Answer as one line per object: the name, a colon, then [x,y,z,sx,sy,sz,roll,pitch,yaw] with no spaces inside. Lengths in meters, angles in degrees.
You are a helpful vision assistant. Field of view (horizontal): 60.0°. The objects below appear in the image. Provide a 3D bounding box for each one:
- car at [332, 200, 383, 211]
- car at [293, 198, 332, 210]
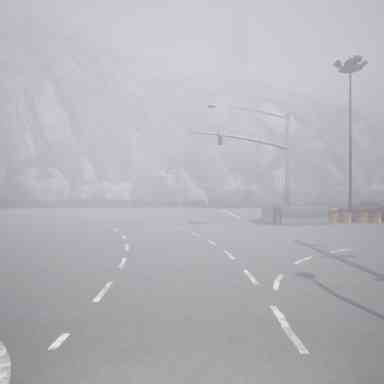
car: [15.590,1.501,30.541,4.181,1.385,1.994,0,0,-3]
car: [15.299,1.462,41.041,5.357,1.411,2.033,0,0,-3]
